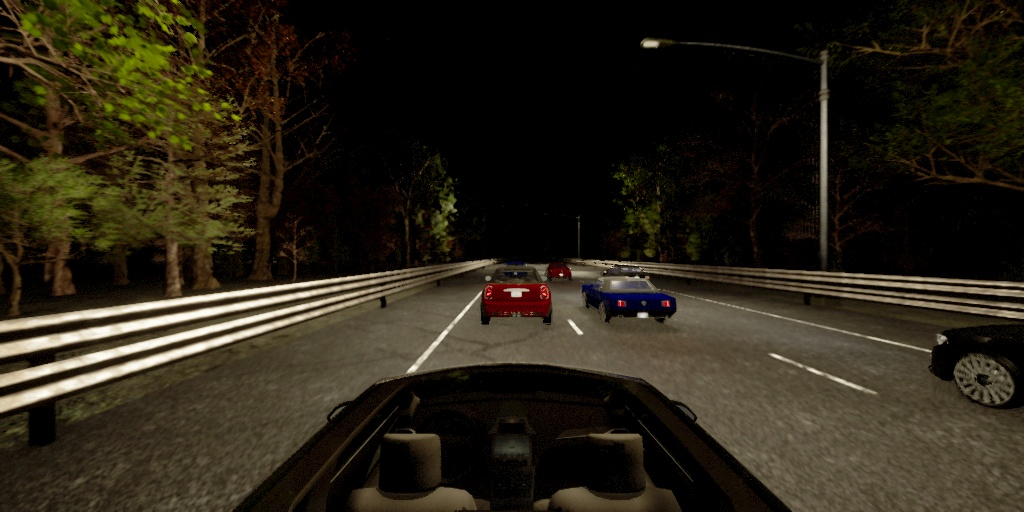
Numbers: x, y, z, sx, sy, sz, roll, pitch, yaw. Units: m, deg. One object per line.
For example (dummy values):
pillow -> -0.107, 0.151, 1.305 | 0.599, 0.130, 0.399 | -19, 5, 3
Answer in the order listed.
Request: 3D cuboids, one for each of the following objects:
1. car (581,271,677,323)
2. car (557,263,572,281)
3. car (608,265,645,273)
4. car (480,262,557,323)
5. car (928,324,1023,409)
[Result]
car -> 3.633, 1.349, 12.140 | 1.895, 1.301, 4.718 | 0, 0, 0
car -> 3.799, 1.268, 29.768 | 1.812, 1.442, 4.674 | 0, 0, 1
car -> 7.218, 1.292, 23.131 | 2.033, 1.411, 5.357 | 0, 0, 1
car -> 0.136, 1.100, 12.184 | 2.097, 1.767, 4.553 | 0, 0, 0
car -> 7.107, 1.242, 3.252 | 2.128, 1.511, 4.902 | 0, 0, 0
